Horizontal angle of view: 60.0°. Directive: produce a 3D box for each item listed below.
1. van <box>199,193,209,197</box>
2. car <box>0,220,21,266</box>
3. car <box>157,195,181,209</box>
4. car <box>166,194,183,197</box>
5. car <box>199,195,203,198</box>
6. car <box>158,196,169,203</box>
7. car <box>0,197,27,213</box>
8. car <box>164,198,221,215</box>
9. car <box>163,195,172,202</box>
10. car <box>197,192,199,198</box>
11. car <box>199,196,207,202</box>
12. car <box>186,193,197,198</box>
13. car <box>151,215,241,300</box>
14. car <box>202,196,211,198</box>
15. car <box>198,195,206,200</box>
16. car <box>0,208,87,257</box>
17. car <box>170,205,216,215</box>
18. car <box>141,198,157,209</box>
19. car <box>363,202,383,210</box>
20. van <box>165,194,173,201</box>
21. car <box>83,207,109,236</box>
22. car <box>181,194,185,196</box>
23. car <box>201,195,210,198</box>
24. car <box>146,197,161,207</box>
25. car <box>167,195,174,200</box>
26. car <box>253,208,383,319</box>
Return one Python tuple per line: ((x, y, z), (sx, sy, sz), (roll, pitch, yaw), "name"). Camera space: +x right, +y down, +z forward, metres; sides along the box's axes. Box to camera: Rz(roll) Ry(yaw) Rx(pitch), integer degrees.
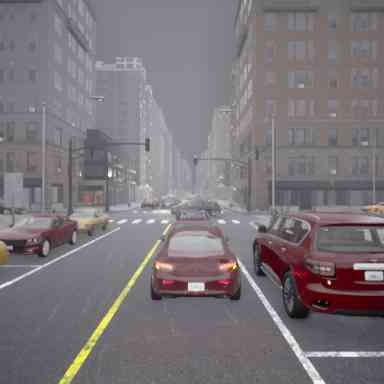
((2.667, 1.342, 62.568), (1.690, 1.788, 3.998), (1, 0, 0), "van")
((-5.850, 1.525, 7.117), (1.752, 1.417, 4.829), (1, 0, 0), "car")
((-3.092, 1.490, 45.465), (2.128, 1.511, 4.902), (0, 0, 1), "car")
((-3.099, 1.547, 55.316), (2.033, 1.411, 5.357), (0, 0, 0), "car")
((2.665, 1.582, 56.895), (1.802, 1.307, 4.206), (1, 0, 0), "car")
((-5.862, 1.584, 68.247), (1.802, 1.307, 4.206), (1, 0, 0), "car")
((-17.266, 1.190, 29.723), (4.553, 1.767, 2.097), (1, -1, 0), "car")
((0.342, 1.503, 29.884), (4.892, 1.490, 1.837), (1, -3, -35), "car")
((-5.863, 1.445, 79.593), (1.967, 1.590, 4.097), (1, 0, 0), "car")
((2.666, 1.317, 68.242), (2.192, 1.841, 5.009), (1, 0, 0), "car")
((2.661, 1.587, 79.588), (1.802, 1.307, 4.206), (1, 0, 0), "car")
((-0.015, 1.548, 85.281), (2.033, 1.411, 5.357), (0, 0, 0), "car")
((0.084, 1.525, 8.235), (1.812, 1.442, 4.674), (0, 0, 0), "car")
((2.668, 1.581, 45.548), (1.802, 1.307, 4.206), (1, 0, 0), "car")
((2.659, 1.575, 90.935), (1.947, 1.339, 4.313), (1, 0, 0), "car")
((-5.852, 1.544, 12.911), (1.887, 1.381, 4.507), (1, 0, 0), "car")
((0.060, 1.600, 17.413), (1.895, 1.301, 4.718), (0, 0, 0), "car")
((-5.858, 1.543, 45.555), (1.887, 1.381, 4.507), (1, 0, 0), "car")
((19.382, 1.669, 32.723), (5.008, 1.535, 1.882), (1, -1, 0), "car")
((-5.864, 1.348, 85.266), (1.690, 1.788, 3.998), (1, 0, 0), "van")
((-5.852, 1.524, 18.366), (1.752, 1.417, 4.829), (1, 0, 0), "car")
((-3.043, 1.549, 65.744), (2.033, 1.411, 5.357), (0, 0, 1), "car")
((2.666, 1.581, 51.221), (1.802, 1.307, 4.206), (1, 0, 0), "car")
((-5.859, 1.544, 51.228), (1.887, 1.381, 4.507), (1, 0, 0), "car")
((-5.867, 1.591, 90.938), (1.802, 1.307, 4.206), (1, 0, 0), "car")
((2.678, 1.315, 7.279), (2.192, 1.841, 5.009), (1, 0, 0), "car")
